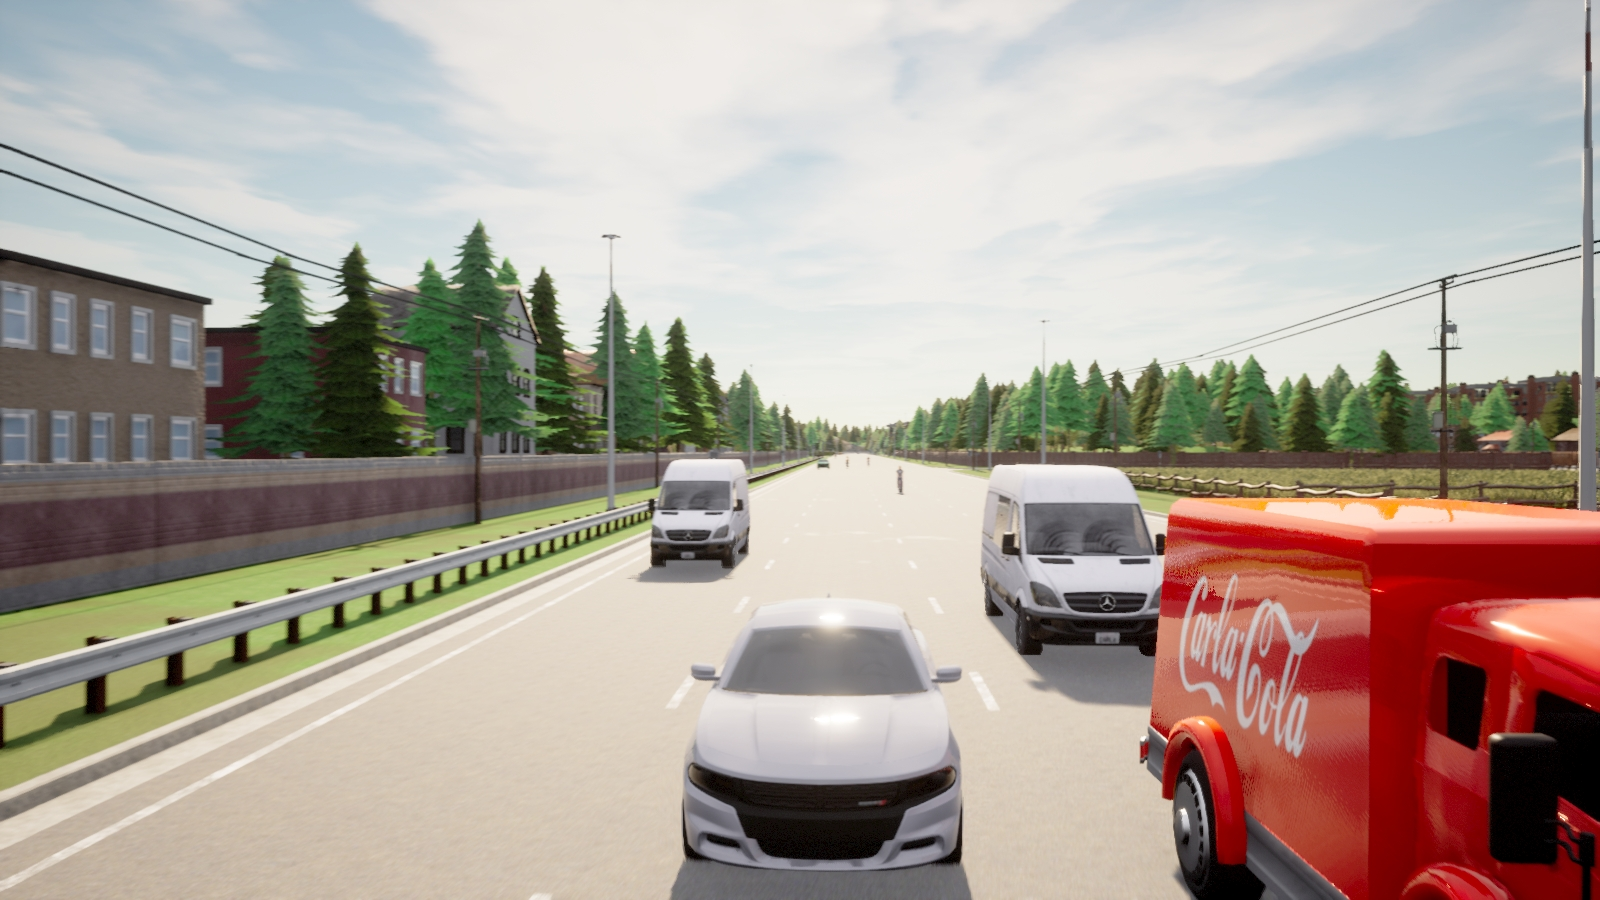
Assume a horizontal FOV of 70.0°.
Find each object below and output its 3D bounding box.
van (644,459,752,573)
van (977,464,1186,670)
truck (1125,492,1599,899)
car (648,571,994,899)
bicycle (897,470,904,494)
[{"bbox_3d":[-2.451,1.533,29.097,1.988,2.561,5.915,0,0,2],"label":"van"},{"bbox_3d":[4.070,1.537,17.616,1.988,2.561,5.915,0,0,2],"label":"van"},{"bbox_3d":[3.615,1.565,5.866,2.627,2.467,5.204,0,0,3],"label":"truck"},{"bbox_3d":[0.225,2.034,9.424,2.097,1.535,5.006,0,0,2],"label":"car"},{"bbox_3d":[6.440,2.062,73.511,0.373,1.496,1.643,0,0,2],"label":"bicycle"}]
